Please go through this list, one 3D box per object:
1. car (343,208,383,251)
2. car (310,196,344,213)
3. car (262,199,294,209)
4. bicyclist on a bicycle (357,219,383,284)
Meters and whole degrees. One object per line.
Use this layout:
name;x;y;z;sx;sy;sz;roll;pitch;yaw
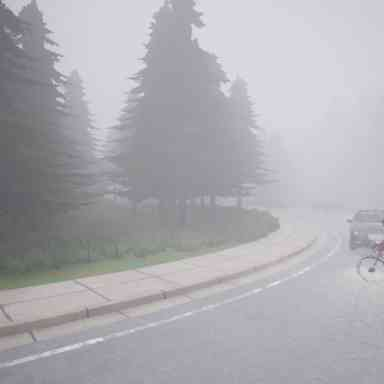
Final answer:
car;7.533;1.490;13.708;2.128;1.511;4.902;0;0;26
car;14.790;1.352;36.681;2.097;1.767;4.553;0;0;-4
car;11.892;1.601;46.326;1.895;1.301;4.718;0;0;-26
bicyclist on a bicycle;4.783;1.453;7.848;1.656;1.620;0.582;-1;0;40
